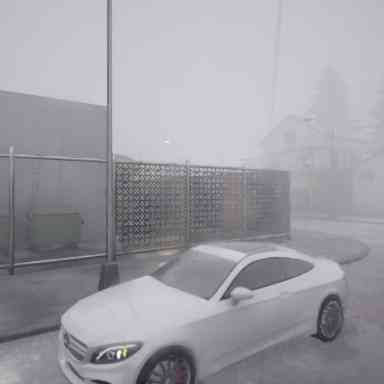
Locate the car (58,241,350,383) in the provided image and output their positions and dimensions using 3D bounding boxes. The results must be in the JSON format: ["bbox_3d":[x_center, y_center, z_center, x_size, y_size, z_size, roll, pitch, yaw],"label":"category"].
[{"bbox_3d":[0.513,1.526,4.946,4.674,1.442,1.812,0,0,-35],"label":"car"}]
